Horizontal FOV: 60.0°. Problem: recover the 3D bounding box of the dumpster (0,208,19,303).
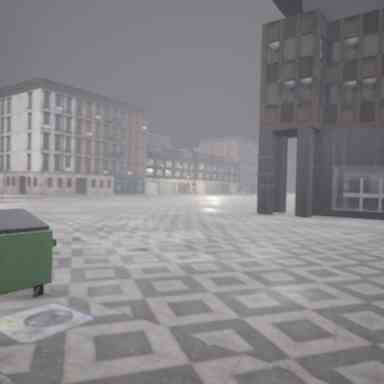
[{"bbox_3d":[-4.426,1.177,6.534,1.940,1.700,1.020,2,1,35],"label":"dumpster"}]
